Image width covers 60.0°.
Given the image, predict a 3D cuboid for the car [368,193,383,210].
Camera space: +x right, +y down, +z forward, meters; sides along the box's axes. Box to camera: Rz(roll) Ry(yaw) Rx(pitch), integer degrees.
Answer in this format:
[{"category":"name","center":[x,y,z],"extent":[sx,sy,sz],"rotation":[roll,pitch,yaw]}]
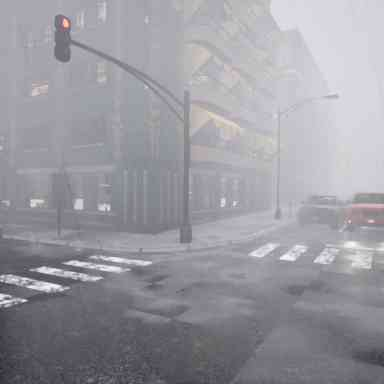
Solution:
[{"category":"car","center":[19.698,0.956,34.762],"extent":[2.128,1.511,4.902],"rotation":[1,1,30]}]

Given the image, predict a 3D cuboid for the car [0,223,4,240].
[{"category":"car","center":[-10.065,1.578,14.761],"extent":[4.206,1.307,1.802],"rotation":[0,0,31]}]

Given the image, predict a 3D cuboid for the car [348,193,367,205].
[{"category":"car","center":[21.700,0.886,43.510],"extent":[1.947,1.339,4.313],"rotation":[2,2,30]}]

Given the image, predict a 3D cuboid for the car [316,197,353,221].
[{"category":"car","center":[10.471,1.183,24.263],"extent":[1.887,1.381,4.507],"rotation":[2,2,30]}]

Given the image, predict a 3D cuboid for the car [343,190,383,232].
[{"category":"car","center":[9.698,0.966,17.856],"extent":[2.150,2.045,5.566],"rotation":[1,1,30]}]

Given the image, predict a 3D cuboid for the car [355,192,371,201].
[{"category":"car","center":[27.313,0.727,53.133],"extent":[1.947,1.339,4.313],"rotation":[2,2,30]}]

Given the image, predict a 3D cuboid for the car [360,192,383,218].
[{"category":"car","center":[14.565,0.960,26.097],"extent":[2.097,1.767,4.553],"rotation":[1,1,31]}]

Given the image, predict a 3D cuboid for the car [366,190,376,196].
[{"category":"car","center":[44.155,0.269,82.003],"extent":[1.802,1.307,4.206],"rotation":[2,2,30]}]

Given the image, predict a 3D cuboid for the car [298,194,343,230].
[{"category":"car","center":[7.667,1.034,19.446],"extent":[2.192,1.841,5.009],"rotation":[2,2,30]}]
